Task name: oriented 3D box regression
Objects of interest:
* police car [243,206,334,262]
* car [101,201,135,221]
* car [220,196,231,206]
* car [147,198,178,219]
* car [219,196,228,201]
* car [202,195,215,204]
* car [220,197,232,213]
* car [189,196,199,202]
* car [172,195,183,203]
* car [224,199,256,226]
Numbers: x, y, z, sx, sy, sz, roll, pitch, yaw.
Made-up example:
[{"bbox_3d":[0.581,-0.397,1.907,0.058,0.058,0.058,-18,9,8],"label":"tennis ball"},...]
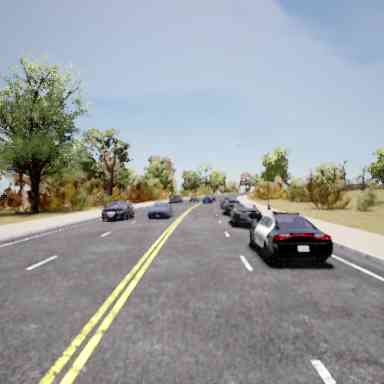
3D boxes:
[{"bbox_3d":[3.375,1.520,12.369,2.038,1.542,4.974,0,0,1],"label":"police car"},{"bbox_3d":[-6.007,1.513,27.417,2.128,1.511,4.902,0,0,2],"label":"car"},{"bbox_3d":[5.566,1.496,56.012,1.837,1.490,4.892,0,0,5],"label":"car"},{"bbox_3d":[-2.681,1.568,29.464,2.033,1.411,5.357,0,0,2],"label":"car"},{"bbox_3d":[4.764,1.514,45.115,1.837,1.490,4.892,0,0,4],"label":"car"},{"bbox_3d":[3.052,1.502,65.207,1.812,1.442,4.674,0,0,5],"label":"car"},{"bbox_3d":[4.133,1.523,34.208,1.837,1.490,4.892,0,0,3],"label":"car"},{"bbox_3d":[0.479,1.500,71.649,1.994,1.385,4.181,0,0,6],"label":"car"},{"bbox_3d":[-3.144,1.325,68.067,2.097,1.767,4.553,0,0,5],"label":"car"},{"bbox_3d":[3.669,1.511,23.292,2.128,1.511,4.902,0,0,2],"label":"car"}]
